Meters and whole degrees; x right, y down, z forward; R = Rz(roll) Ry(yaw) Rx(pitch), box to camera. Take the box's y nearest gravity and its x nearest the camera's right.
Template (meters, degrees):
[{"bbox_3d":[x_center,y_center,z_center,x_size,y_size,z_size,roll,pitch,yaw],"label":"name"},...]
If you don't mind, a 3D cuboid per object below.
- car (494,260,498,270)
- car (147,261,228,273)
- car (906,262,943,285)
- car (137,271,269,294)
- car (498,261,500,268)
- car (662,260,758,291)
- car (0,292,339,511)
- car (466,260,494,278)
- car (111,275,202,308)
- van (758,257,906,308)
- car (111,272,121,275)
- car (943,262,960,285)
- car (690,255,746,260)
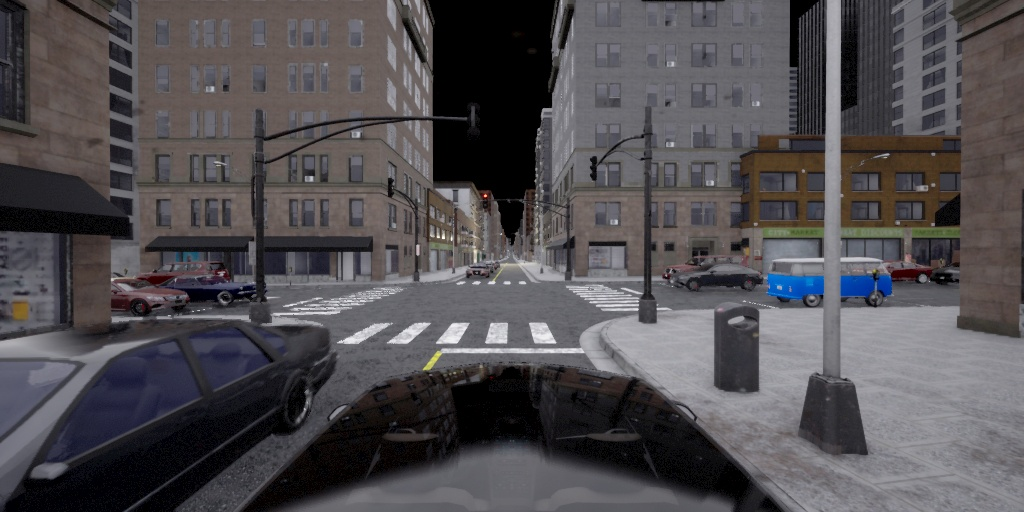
[{"bbox_3d":[-3.092,1.253,42.622,2.128,1.511,4.902,0,0,0],"label":"car"},{"bbox_3d":[-20.344,1.269,22.207,5.009,1.841,2.192,0,0,0],"label":"car"},{"bbox_3d":[23.314,0.964,22.313,4.507,1.381,1.888,0,0,0],"label":"car"},{"bbox_3d":[-13.954,1.517,16.360,4.718,1.301,1.895,-1,0,0],"label":"car"},{"bbox_3d":[-3.080,1.298,51.755,1.812,1.442,4.674,0,0,0],"label":"car"},{"bbox_3d":[11.101,1.113,19.634,4.674,1.442,1.812,-1,0,1],"label":"car"},{"bbox_3d":[-3.266,1.297,2.739,2.033,1.411,5.357,0,0,-2],"label":"car"},{"bbox_3d":[-3.085,1.318,33.636,1.994,1.385,4.181,0,0,1],"label":"car"},{"bbox_3d":[-14.818,1.527,13.695,4.207,1.307,1.802,0,0,0],"label":"car"},{"bbox_3d":[12.118,0.957,13.761,3.998,1.789,1.690,0,0,0],"label":"van"},{"bbox_3d":[-26.019,1.550,22.193,4.829,1.417,1.751,0,0,0],"label":"car"},{"bbox_3d":[25.993,0.909,19.651,4.892,1.490,1.837,-1,0,0],"label":"car"},{"bbox_3d":[12.097,0.871,22.286,5.009,1.841,2.192,0,0,0],"label":"car"}]
